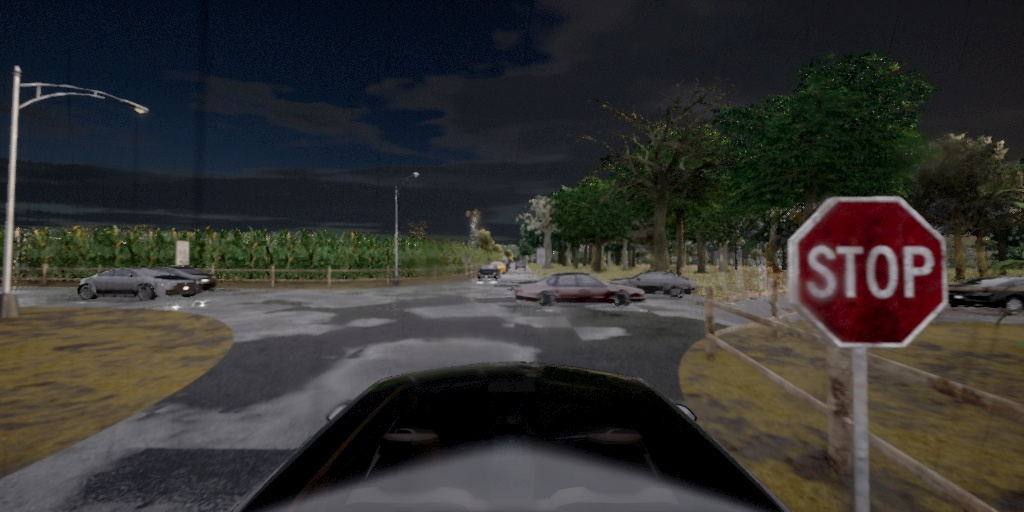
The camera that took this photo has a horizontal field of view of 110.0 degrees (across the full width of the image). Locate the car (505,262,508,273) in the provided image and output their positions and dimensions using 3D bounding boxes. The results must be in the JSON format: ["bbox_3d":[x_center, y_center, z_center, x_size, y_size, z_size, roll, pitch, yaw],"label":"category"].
[{"bbox_3d":[-1.838,1.505,45.516,1.882,1.535,5.008,0,-1,2],"label":"car"}]

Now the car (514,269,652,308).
[{"bbox_3d":[2.765,1.410,15.263,5.357,1.411,2.033,0,-1,1],"label":"car"}]

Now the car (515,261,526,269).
[{"bbox_3d":[1.542,1.645,64.639,2.128,1.511,4.902,0,0,1],"label":"car"}]

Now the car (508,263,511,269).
[{"bbox_3d":[-1.533,1.641,55.641,2.033,1.411,5.357,0,0,2],"label":"car"}]

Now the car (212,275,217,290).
[{"bbox_3d":[-18.589,1.273,19.439,4.181,1.385,1.994,0,-2,1],"label":"car"}]

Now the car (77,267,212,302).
[{"bbox_3d":[-16.063,1.192,15.613,4.181,1.385,1.994,0,-2,4],"label":"car"}]

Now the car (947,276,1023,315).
[{"bbox_3d":[21.135,1.601,14.944,5.008,1.535,1.882,1,-2,1],"label":"car"}]

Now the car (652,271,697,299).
[{"bbox_3d":[7.717,1.570,20.069,4.674,1.442,1.812,0,-1,19],"label":"car"}]

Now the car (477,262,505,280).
[{"bbox_3d":[-2.157,1.506,34.762,2.033,1.411,5.357,0,0,3],"label":"car"}]
